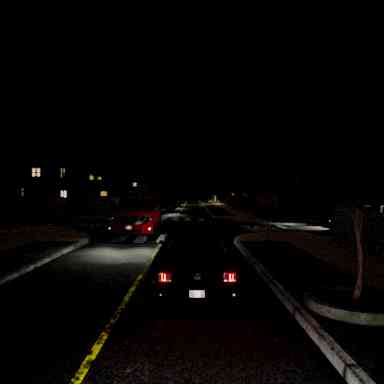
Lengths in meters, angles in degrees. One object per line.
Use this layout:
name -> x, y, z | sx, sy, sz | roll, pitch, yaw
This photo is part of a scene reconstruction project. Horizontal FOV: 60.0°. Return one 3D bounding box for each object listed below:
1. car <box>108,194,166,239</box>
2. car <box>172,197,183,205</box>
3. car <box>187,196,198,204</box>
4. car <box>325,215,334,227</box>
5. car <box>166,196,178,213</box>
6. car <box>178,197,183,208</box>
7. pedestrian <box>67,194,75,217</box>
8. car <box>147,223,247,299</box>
car -> -2.821, 1.183, 17.667 | 2.150, 2.045, 5.566 | 0, 1, 0
car -> -2.801, 1.670, 64.545 | 1.812, 1.442, 4.674 | 0, 0, 0
car -> 0.094, 1.660, 67.231 | 1.837, 1.490, 4.892 | 0, 0, 0
car -> 11.714, 1.900, 23.505 | 4.181, 1.385, 1.994 | 1, -1, -1
car -> -2.851, 1.553, 36.951 | 1.837, 1.490, 4.892 | 0, 0, 0
car -> -2.840, 1.439, 49.892 | 2.097, 1.767, 4.553 | 0, 0, 0
pedestrian -> -9.631, 1.046, 26.420 | 0.375, 1.860, 0.375 | 0, -2, 0
car -> 0.098, 1.605, 8.391 | 1.895, 1.301, 4.718 | 0, 0, 0
